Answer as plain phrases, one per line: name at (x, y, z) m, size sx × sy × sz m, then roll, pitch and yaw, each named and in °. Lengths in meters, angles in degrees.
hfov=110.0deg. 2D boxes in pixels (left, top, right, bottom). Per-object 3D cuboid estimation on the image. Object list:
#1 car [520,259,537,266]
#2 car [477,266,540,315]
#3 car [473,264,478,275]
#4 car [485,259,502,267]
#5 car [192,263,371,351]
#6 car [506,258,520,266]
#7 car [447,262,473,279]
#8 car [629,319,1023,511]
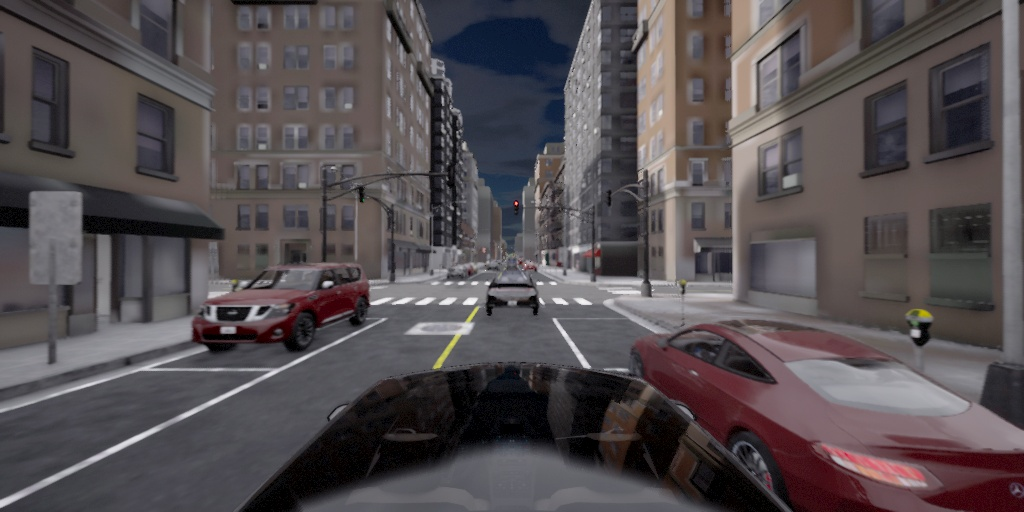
car at (2.614, 1.474, 52.143) m, size 1.967 × 1.591 × 4.097 m, roll 0°, pitch 0°, yaw 0°
car at (0.030, 1.311, 13.882) m, size 2.128 × 1.511 × 4.902 m, roll 0°, pitch 0°, yaw 0°
car at (-5.406, 1.520, 41.239) m, size 1.888 × 1.381 × 4.507 m, roll 0°, pitch 0°, yaw 0°
car at (-2.851, 1.551, 54.565) m, size 1.837 × 1.490 × 4.892 m, roll 0°, pitch 0°, yaw 0°
car at (-5.391, 1.108, 9.322) m, size 2.192 × 1.841 × 5.009 m, roll 0°, pitch 0°, yaw 0°
car at (0.010, 1.590, 64.467) m, size 2.128 × 1.511 × 4.902 m, roll 0°, pitch 0°, yaw 1°
car at (-5.403, 1.495, 35.785) m, size 2.007 × 1.370 × 4.403 m, roll 0°, pitch 0°, yaw 0°
car at (2.637, 1.345, 3.904) m, size 1.802 × 1.307 × 4.207 m, roll 0°, pitch 0°, yaw 0°
